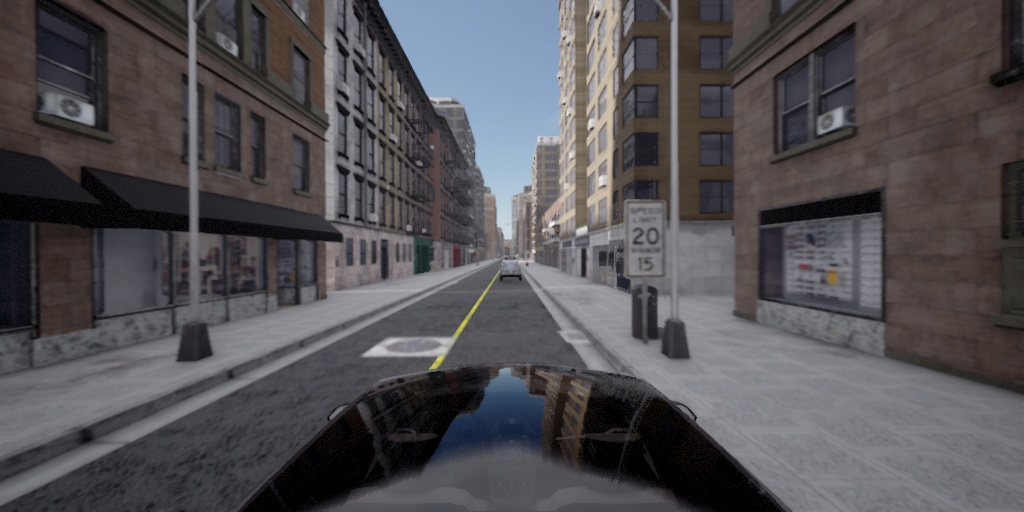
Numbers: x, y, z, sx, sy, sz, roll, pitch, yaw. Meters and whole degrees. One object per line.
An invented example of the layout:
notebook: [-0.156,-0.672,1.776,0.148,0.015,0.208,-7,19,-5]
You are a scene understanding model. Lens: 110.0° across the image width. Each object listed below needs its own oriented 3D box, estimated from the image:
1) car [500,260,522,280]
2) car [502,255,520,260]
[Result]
car: [-0.100,1.278,30.557,2.033,1.411,5.357,0,0,0]
car: [-0.187,0.934,47.584,2.150,2.045,5.566,0,0,0]
